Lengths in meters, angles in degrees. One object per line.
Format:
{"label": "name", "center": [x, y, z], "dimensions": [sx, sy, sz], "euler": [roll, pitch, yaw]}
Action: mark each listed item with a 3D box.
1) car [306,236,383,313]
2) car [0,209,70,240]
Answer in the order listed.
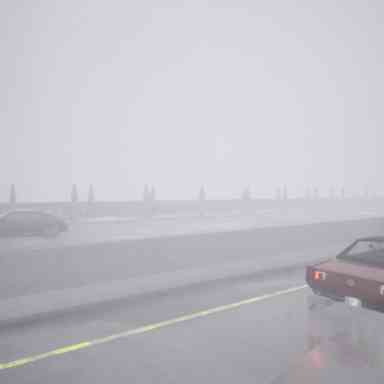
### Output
{"label": "car", "center": [4.591, 1.600, 7.021], "dimensions": [4.718, 1.301, 1.895], "euler": [0, 0, -35]}
{"label": "car", "center": [-8.139, 1.526, 15.383], "dimensions": [4.674, 1.442, 1.812], "euler": [0, 0, -35]}
